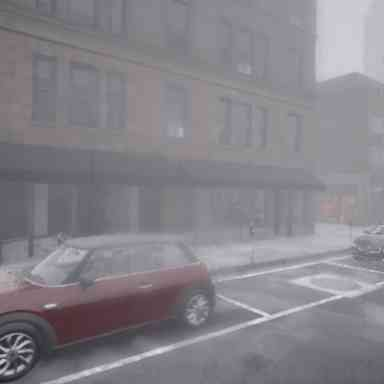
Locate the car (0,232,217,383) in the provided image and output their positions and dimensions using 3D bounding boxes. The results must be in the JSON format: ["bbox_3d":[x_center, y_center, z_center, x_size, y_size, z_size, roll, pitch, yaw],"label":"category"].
[{"bbox_3d":[-1.627,1.463,5.370,4.097,1.590,1.967,1,0,-35],"label":"car"}]

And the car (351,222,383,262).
[{"bbox_3d":[7.371,1.720,11.782,4.403,1.369,2.008,1,0,-35],"label":"car"}]
